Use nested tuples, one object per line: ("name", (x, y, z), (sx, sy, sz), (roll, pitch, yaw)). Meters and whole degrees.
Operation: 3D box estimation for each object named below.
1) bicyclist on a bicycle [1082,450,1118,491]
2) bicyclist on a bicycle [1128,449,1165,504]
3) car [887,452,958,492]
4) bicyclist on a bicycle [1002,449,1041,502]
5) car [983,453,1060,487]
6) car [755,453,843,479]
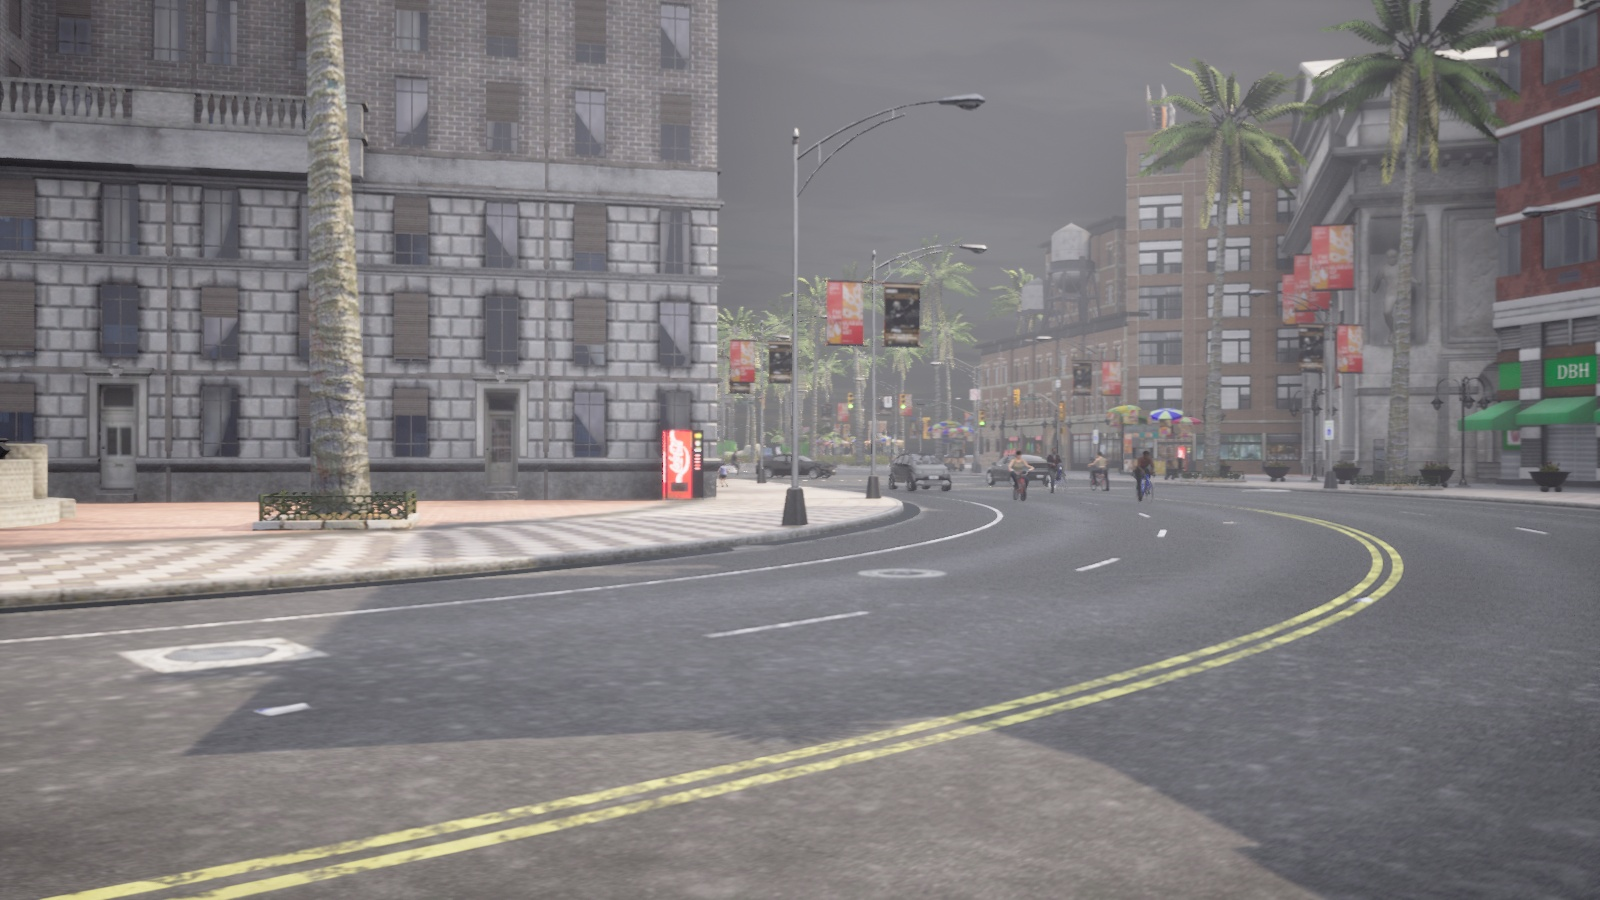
("bicyclist on a bicycle", (12.125, 0.812, 50.770), (0.866, 1.612, 1.509), (0, 0, -12))
("bicyclist on a bicycle", (10.506, 0.792, 38.090), (0.582, 1.620, 1.656), (0, 0, -2))
("car", (4.914, 0.873, 50.987), (1.789, 1.549, 3.705), (0, 0, -13))
("bicyclist on a bicycle", (6.948, 0.789, 39.446), (0.866, 1.612, 1.509), (-1, 0, -4))
("car", (10.349, 0.911, 59.033), (1.837, 1.490, 4.892), (0, 0, -13))
("car", (-0.077, 0.964, 75.558), (5.008, 1.535, 1.882), (0, 0, 26))
